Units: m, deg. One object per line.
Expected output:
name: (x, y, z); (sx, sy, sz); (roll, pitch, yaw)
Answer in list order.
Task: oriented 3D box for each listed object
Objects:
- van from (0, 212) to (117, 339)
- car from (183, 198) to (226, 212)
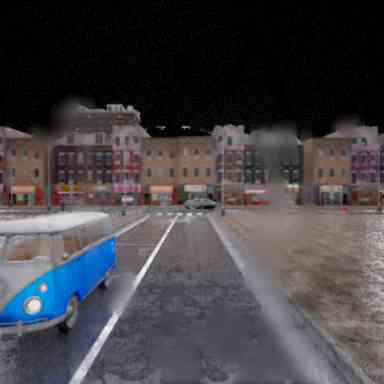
van: (-2.646, 1.336, 6.459); (1.690, 1.788, 3.998); (-1, 0, 0)
car: (1.428, 1.475, 38.247); (4.902, 1.511, 2.128); (0, 0, 0)
